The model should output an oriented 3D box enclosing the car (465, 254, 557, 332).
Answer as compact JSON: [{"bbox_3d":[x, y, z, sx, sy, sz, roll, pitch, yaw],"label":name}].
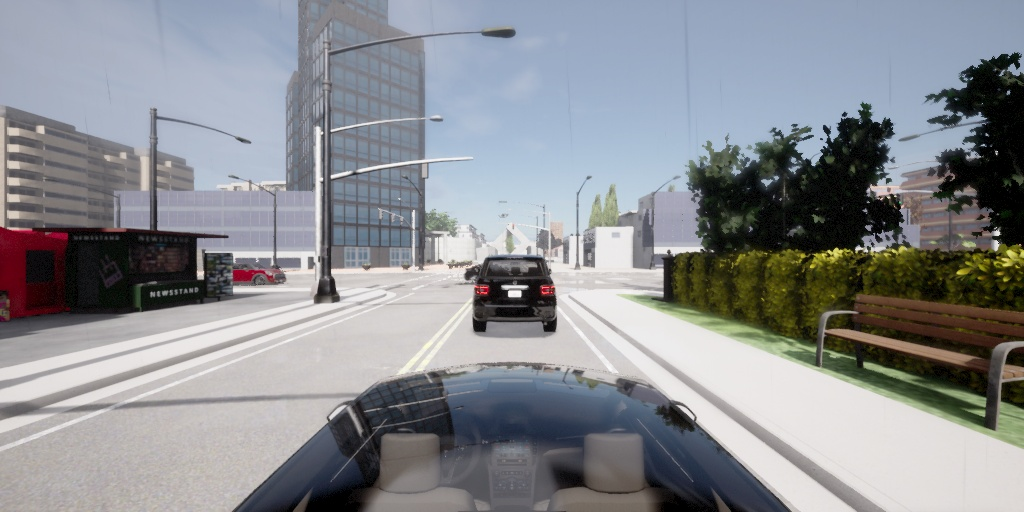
[{"bbox_3d":[0.082,0.971,10.991,2.150,2.045,5.566,0,0,0],"label":"car"}]

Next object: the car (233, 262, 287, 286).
[{"bbox_3d":[-19.057,1.234,26.087,4.553,1.767,2.097,-1,0,0],"label":"car"}]
